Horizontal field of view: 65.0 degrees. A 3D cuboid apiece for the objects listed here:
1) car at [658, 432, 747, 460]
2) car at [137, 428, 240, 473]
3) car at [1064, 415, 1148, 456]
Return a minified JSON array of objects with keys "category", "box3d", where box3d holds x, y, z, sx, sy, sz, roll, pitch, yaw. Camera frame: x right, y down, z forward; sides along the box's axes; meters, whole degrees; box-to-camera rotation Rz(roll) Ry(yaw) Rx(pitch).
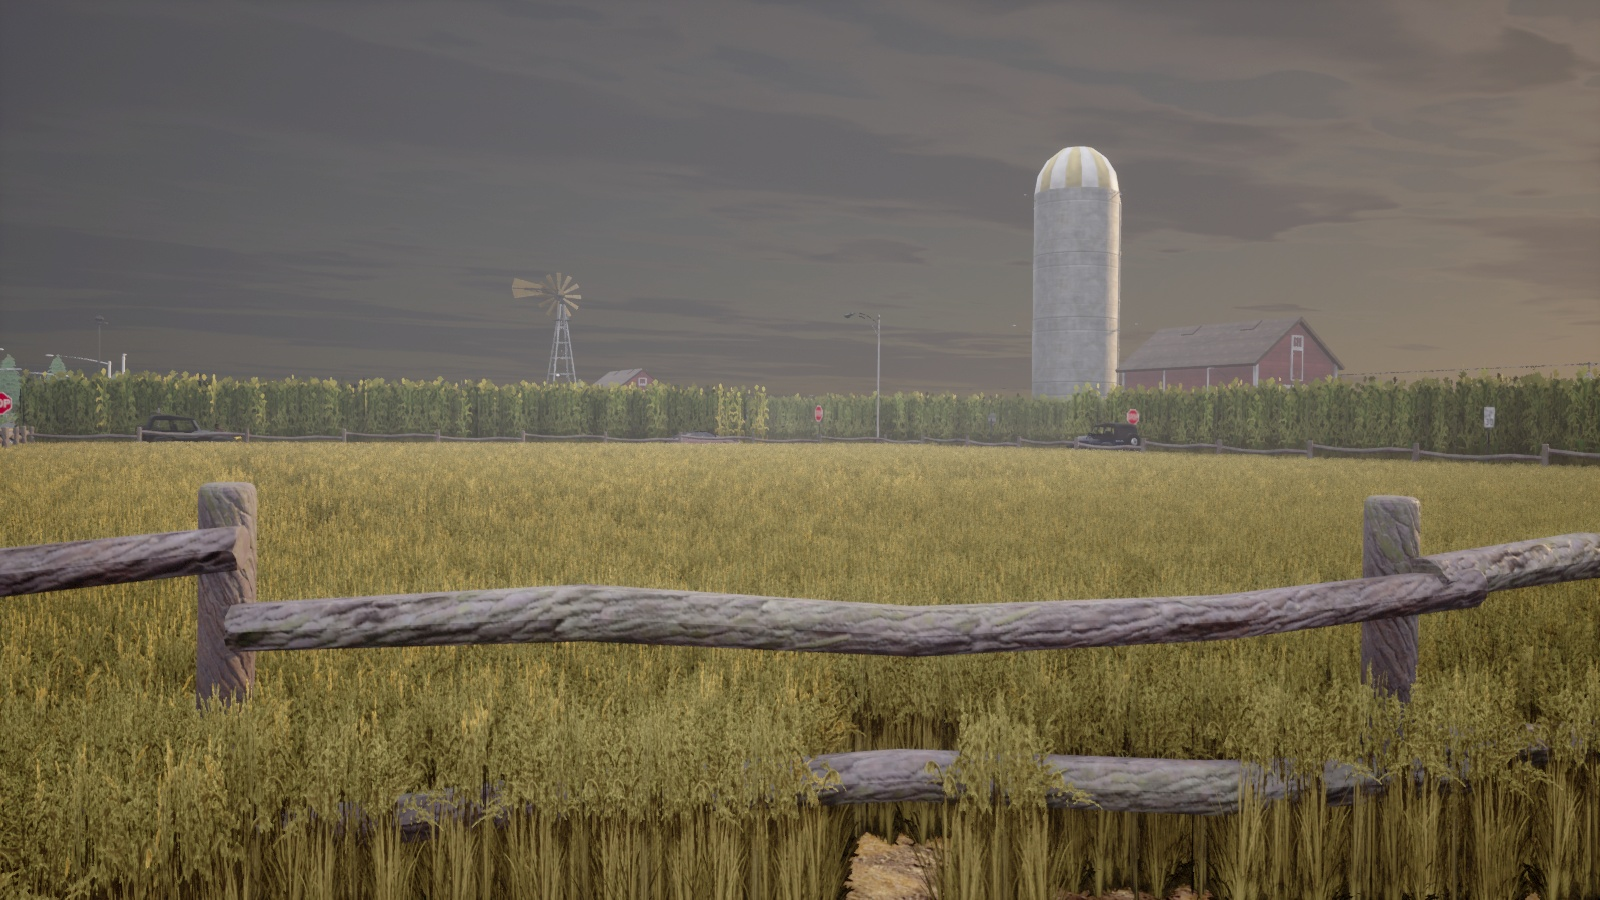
[{"category":"car","box3d":[-5.139,-0.231,66.330,4.181,1.385,1.994,-2,1,-27]},{"category":"car","box3d":[-26.752,-0.011,54.938,3.866,1.878,1.905,-1,1,-31]},{"category":"car","box3d":[14.768,-0.716,60.784,1.905,1.878,3.866,-1,2,-28]}]
